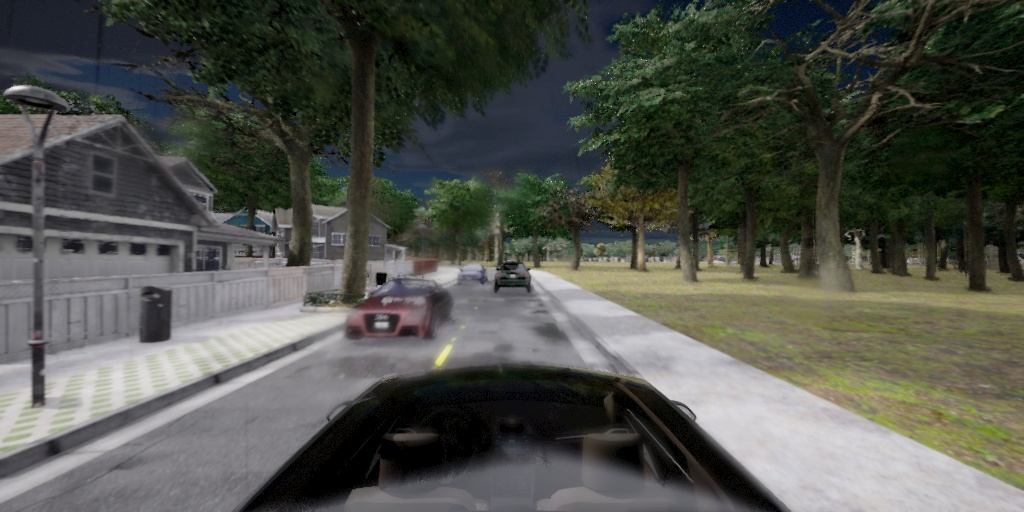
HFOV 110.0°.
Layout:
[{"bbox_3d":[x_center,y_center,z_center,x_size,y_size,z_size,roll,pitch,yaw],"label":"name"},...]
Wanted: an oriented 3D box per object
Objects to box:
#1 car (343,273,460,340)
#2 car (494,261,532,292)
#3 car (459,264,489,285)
[{"bbox_3d":[-2.821,1.319,9.803,1.994,1.385,4.181,0,0,0],"label":"car"},{"bbox_3d":[0.064,1.116,21.571,2.097,1.767,4.553,0,0,0],"label":"car"},{"bbox_3d":[-2.800,1.295,26.257,1.812,1.442,4.674,0,0,1],"label":"car"}]
